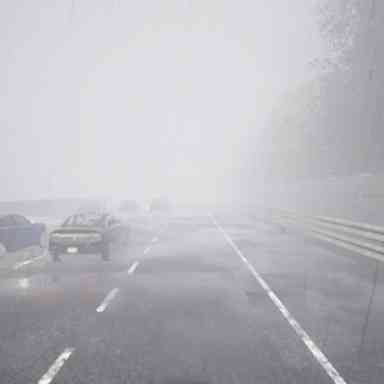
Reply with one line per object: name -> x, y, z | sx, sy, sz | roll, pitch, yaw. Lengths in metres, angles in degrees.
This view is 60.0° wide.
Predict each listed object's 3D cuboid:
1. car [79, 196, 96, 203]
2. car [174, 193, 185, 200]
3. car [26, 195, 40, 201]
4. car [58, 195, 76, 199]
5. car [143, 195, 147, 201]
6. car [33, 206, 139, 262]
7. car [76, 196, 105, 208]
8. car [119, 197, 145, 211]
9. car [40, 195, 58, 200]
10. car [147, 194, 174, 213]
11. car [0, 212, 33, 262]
car -> -20.996, 1.470, 66.876 | 1.994, 1.385, 4.181 | 0, 0, 0
car -> -3.496, 1.581, 91.237 | 1.812, 1.442, 4.674 | 0, 0, 0
car -> -31.496, 1.369, 66.876 | 1.882, 1.535, 5.008 | 0, 0, 0
car -> -24.496, 1.409, 66.877 | 1.837, 1.490, 4.892 | 0, 0, 0
car -> -10.496, 1.507, 77.127 | 1.882, 1.535, 5.008 | 0, 0, 0
car -> -3.497, 1.491, 12.150 | 2.128, 1.511, 4.902 | 0, 0, 0
car -> -10.495, 1.505, 35.135 | 1.837, 1.490, 4.892 | 0, 0, 0
car -> -6.997, 1.556, 37.531 | 2.033, 1.411, 5.357 | 0, 0, 0
car -> -27.996, 1.400, 66.876 | 1.837, 1.490, 4.892 | 0, 0, 0
car -> -3.498, 1.369, 37.578 | 2.097, 1.767, 4.553 | 0, 0, 0
car -> -6.999, 1.469, 12.010 | 1.882, 1.535, 5.008 | 0, 0, 0
